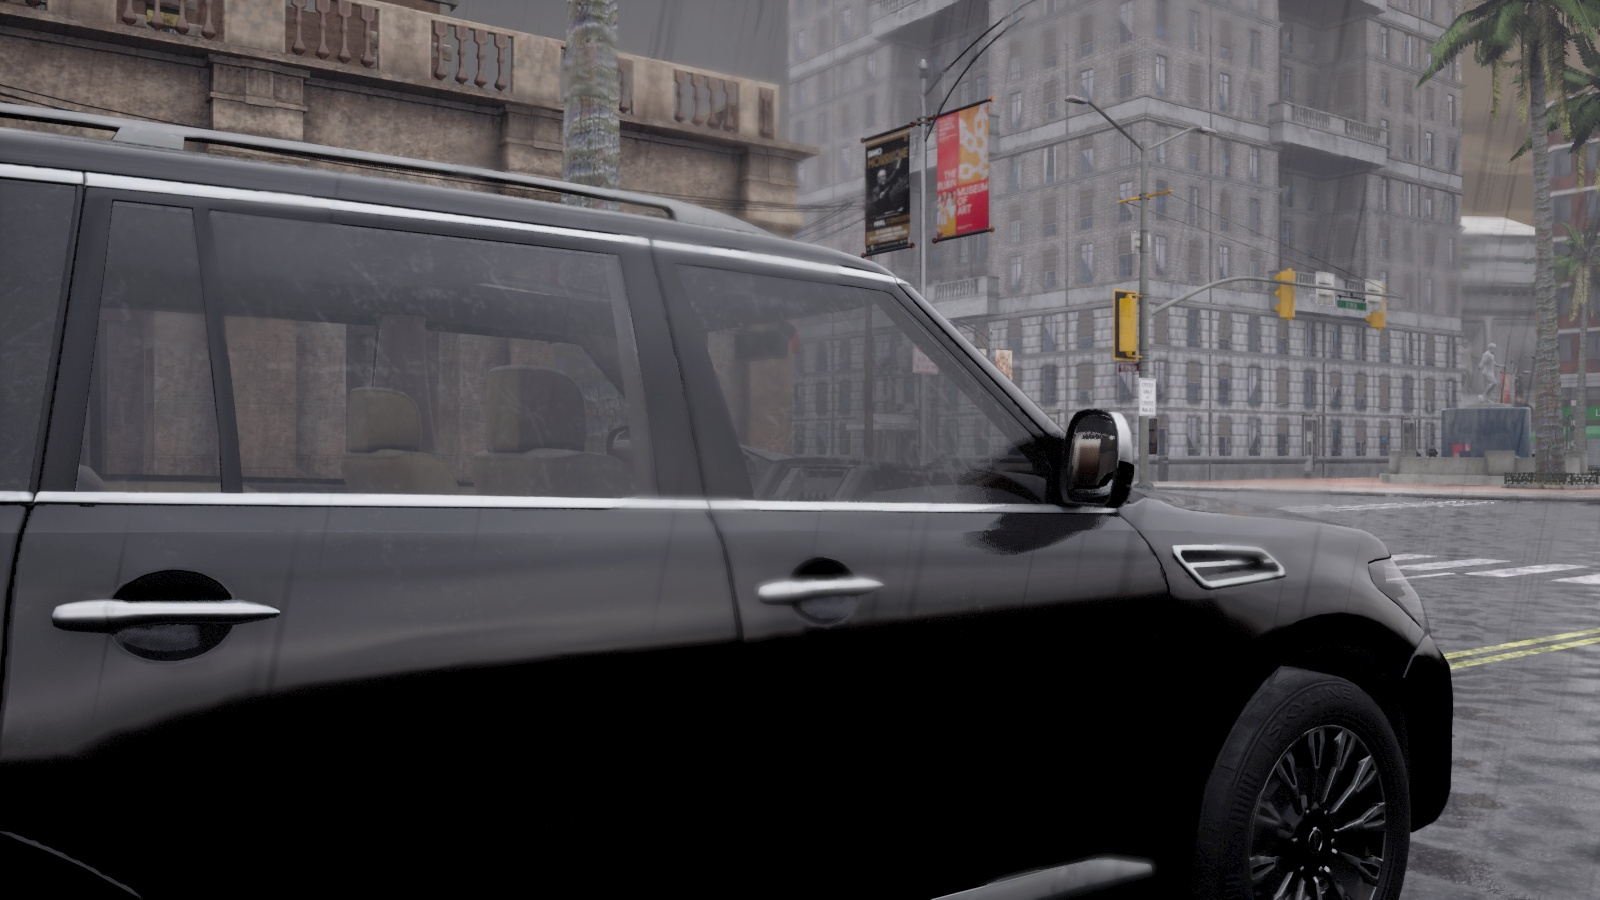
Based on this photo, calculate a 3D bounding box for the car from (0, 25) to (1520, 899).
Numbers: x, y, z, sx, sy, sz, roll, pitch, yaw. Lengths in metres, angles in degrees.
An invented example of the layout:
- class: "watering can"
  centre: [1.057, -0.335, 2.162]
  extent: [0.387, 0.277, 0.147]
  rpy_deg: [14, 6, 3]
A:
- class: "car"
  centre: [-0.661, 0.473, 3.201]
  extent: [5.566, 2.045, 2.150]
  rpy_deg: [0, 0, -35]
